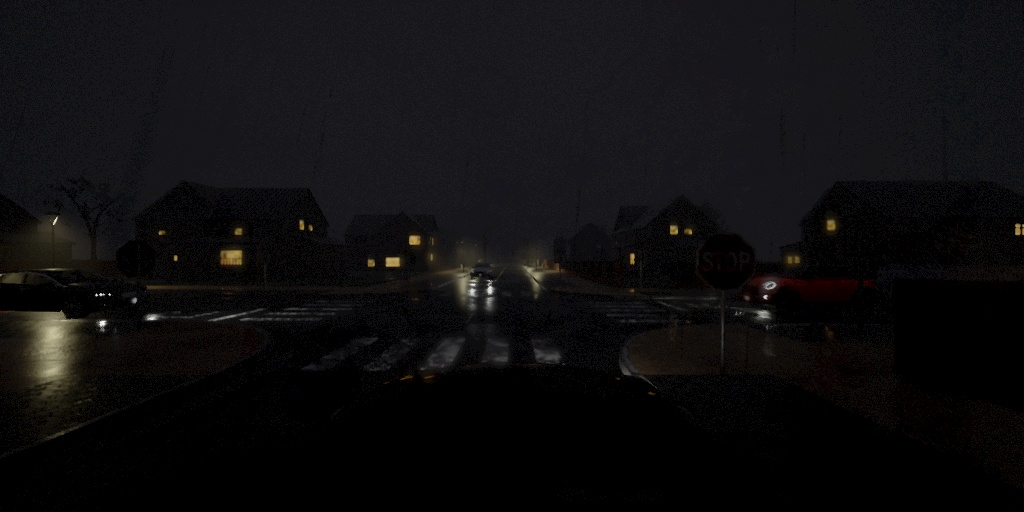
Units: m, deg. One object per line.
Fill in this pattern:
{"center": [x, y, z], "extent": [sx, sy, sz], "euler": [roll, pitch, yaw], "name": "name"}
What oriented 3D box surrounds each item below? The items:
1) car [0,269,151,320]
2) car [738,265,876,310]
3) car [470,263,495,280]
{"center": [-14.860, 1.179, 11.811], "extent": [4.902, 1.511, 2.128], "euler": [1, 0, 0], "name": "car"}
{"center": [11.962, 1.172, 14.777], "extent": [4.553, 1.767, 2.097], "euler": [0, 0, 0], "name": "car"}
{"center": [-2.685, 1.325, 32.601], "extent": [1.812, 1.442, 4.674], "euler": [0, 0, 0], "name": "car"}
